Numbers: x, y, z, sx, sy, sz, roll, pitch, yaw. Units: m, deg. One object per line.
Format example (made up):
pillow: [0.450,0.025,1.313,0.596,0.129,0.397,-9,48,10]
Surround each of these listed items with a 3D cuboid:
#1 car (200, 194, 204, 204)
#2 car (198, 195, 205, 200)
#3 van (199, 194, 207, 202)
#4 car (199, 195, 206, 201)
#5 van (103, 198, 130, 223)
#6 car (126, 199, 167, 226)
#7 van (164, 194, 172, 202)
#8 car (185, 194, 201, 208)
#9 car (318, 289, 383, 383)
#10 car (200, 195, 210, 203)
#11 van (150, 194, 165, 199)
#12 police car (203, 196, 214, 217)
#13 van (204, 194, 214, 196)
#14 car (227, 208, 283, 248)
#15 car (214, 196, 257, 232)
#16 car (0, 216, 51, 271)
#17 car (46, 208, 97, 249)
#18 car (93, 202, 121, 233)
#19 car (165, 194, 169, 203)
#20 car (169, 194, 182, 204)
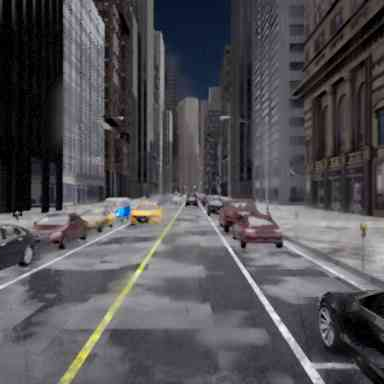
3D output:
car: [2.725,1.357,53.742,2.192,1.841,5.009,0,0,0]
car: [2.697,1.649,93.006,1.947,1.339,4.313,0,0,0]
van: [2.705,1.412,81.788,1.690,1.788,3.998,0,0,0]
car: [2.701,1.622,87.397,1.887,1.381,4.507,0,0,0]
van: [-5.780,1.358,25.678,1.690,1.788,3.998,0,0,0]
car: [-3.116,1.493,23.696,1.882,1.535,5.008,0,0,0]
van: [-5.820,1.412,81.773,1.690,1.788,3.998,0,0,0]
car: [-0.033,1.516,50.064,1.882,1.535,5.008,0,0,0]
car: [2.761,1.568,3.260,1.947,1.339,4.313,0,0,0]
car: [2.713,1.499,70.569,1.967,1.590,4.097,0,0,0]
van: [-5.800,1.383,53.726,1.690,1.788,3.998,0,0,0]
police car: [2.344,1.447,31.977,1.930,1.638,5.238,0,0,0]
van: [2.733,1.372,42.524,1.690,1.788,3.998,0,0,0]
car: [2.753,1.590,14.478,1.802,1.307,4.206,0,0,0]
car: [2.749,1.328,20.087,2.192,1.841,5.009,0,0,0]
car: [-5.768,1.556,8.850,2.008,1.369,4.403,0,0,0]
car: [-5.772,1.590,14.459,1.802,1.307,4.206,0,0,0]
car: [-5.776,1.538,19.899,1.752,1.417,4.829,0,0,0]
car: [-5.804,1.362,59.335,2.192,1.841,5.009,0,0,0]
car: [-3.062,1.576,64.700,1.812,1.442,4.674,0,0,0]
